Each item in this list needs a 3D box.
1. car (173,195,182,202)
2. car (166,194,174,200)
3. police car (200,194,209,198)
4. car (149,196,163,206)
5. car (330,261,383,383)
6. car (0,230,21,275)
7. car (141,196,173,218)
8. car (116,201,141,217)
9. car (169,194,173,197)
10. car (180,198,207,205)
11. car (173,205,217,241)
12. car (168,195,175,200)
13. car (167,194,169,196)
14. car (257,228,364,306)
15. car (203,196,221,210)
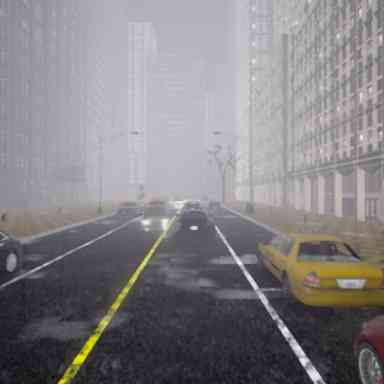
[{"bbox_3d":[-3.010,1.425,70.369,1.812,1.442,4.674,0,0,0],"label":"car"},{"bbox_3d":[-5.693,1.315,86.755,1.967,1.590,4.097,1,0,0],"label":"car"},{"bbox_3d":[2.989,1.316,77.197,1.930,1.638,5.238,0,0,0],"label":"police car"},{"bbox_3d":[-5.690,1.455,52.728,1.752,1.417,4.829,1,0,0],"label":"car"},{"bbox_3d":[2.696,1.580,2.135,1.802,1.307,4.206,1,0,0],"label":"car"},{"bbox_3d":[-5.685,1.542,7.756,2.008,1.369,4.403,1,0,0],"label":"car"},{"bbox_3d":[-3.104,1.440,30.191,1.882,1.535,5.008,0,0,0],"label":"car"},{"bbox_3d":[-5.687,1.507,30.327,1.887,1.381,4.507,1,0,0],"label":"car"},{"bbox_3d":[-5.692,1.469,69.826,1.947,1.339,4.313,1,0,0],"label":"car"},{"bbox_3d":[0.092,1.524,32.155,1.994,1.385,4.181,0,0,0],"label":"car"},{"bbox_3d":[0.093,1.544,16.617,1.994,1.385,4.181,0,0,0],"label":"car"},{"bbox_3d":[-5.695,1.447,92.397,1.802,1.307,4.206,1,0,0],"label":"car"},{"bbox_3d":[-5.691,1.466,58.541,1.887,1.381,4.507,1,0,0],"label":"car"},{"bbox_3d":[2.696,1.516,7.946,1.752,1.417,4.829,1,0,0],"label":"car"},{"bbox_3d":[2.692,1.497,41.625,2.008,1.369,4.403,1,0,0],"label":"car"}]
